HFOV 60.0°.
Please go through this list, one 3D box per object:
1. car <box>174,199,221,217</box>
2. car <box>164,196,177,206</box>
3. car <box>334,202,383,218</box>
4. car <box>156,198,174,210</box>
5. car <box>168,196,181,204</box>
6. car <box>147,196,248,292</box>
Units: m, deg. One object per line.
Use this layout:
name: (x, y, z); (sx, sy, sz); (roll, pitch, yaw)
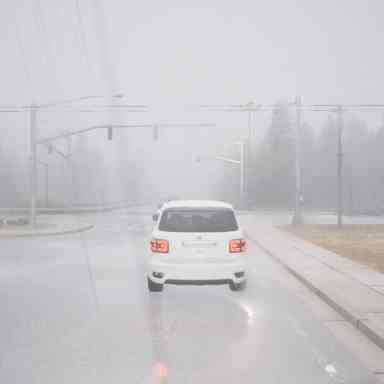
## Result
car: (0.463, 1.506, 33.388); (2.128, 1.511, 4.902); (-1, 1, -37)
car: (-3.567, 1.505, 55.132); (1.837, 1.490, 4.892); (0, 0, 0)
car: (15.365, 1.591, 30.490); (4.181, 1.385, 1.994); (0, 0, 1)
car: (-3.594, 1.547, 44.945); (2.033, 1.411, 5.357); (0, 0, 0)
car: (-3.435, 1.492, 65.397); (2.128, 1.511, 4.902); (0, 0, 1)
car: (0.066, 1.218, 9.092); (2.150, 2.045, 5.566); (0, 0, -2)
